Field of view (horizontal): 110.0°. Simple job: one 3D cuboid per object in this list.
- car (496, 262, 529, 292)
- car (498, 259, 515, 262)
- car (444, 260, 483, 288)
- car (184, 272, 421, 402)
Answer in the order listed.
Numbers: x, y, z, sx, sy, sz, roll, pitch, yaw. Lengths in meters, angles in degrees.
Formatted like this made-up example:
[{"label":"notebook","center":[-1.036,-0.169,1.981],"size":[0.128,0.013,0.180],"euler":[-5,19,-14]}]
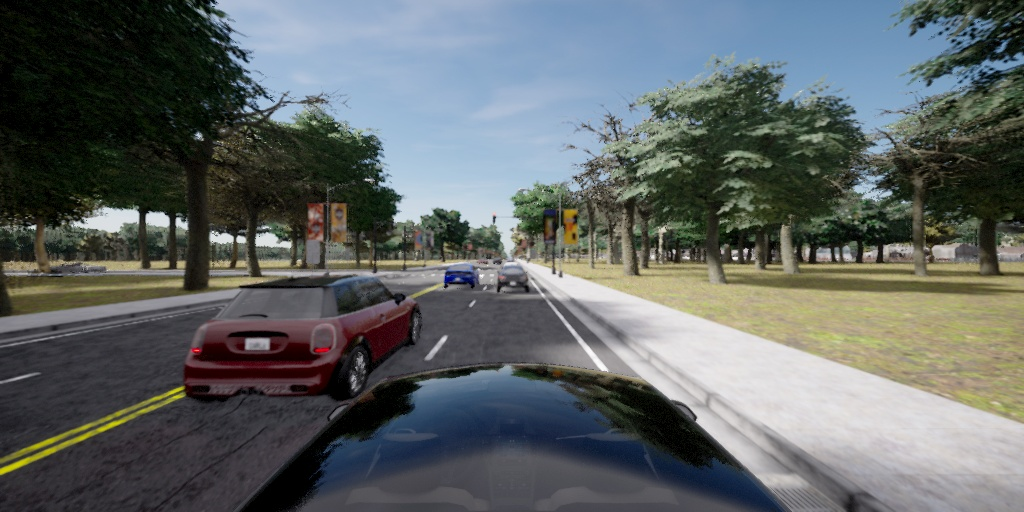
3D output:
[{"label":"car","center":[0.049,1.273,21.170],"size":[1.812,1.442,4.674],"euler":[0,0,0]},{"label":"car","center":[-0.016,1.274,31.280],"size":[1.812,1.442,4.674],"euler":[0,0,0]},{"label":"car","center":[-3.210,1.232,23.655],"size":[1.882,1.535,5.008],"euler":[0,0,0]},{"label":"car","center":[-3.160,1.109,6.574],"size":[2.097,1.767,4.553],"euler":[0,0,0]}]
